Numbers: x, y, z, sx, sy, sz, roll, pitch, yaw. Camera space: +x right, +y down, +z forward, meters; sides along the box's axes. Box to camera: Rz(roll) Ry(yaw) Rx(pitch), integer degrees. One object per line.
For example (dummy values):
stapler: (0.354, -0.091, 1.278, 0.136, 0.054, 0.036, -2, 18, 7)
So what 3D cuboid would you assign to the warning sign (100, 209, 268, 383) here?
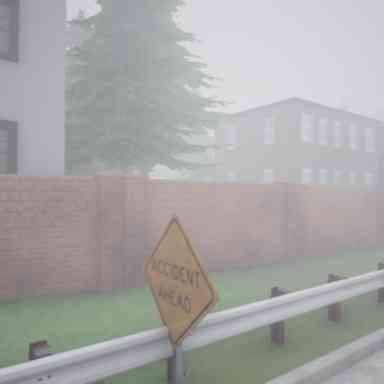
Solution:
warning sign: (-0.135, 1.134, 3.221, 1.060, 1.860, 1.300, 1, 0, -36)
